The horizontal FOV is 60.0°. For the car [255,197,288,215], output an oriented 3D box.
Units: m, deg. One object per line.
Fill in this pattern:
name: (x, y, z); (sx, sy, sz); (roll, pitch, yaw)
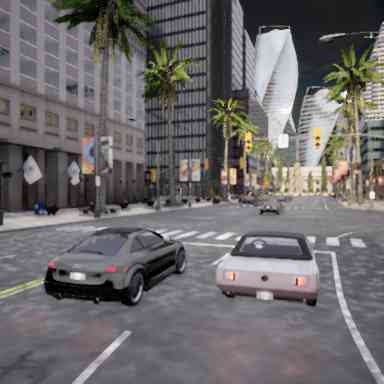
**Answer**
car: (8.122, 1.514, 33.702); (2.033, 1.411, 5.357); (0, 0, 22)

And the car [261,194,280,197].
car: (13.556, 1.508, 57.458); (1.994, 1.385, 4.181); (0, 0, 22)

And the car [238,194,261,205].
car: (10.216, 1.491, 58.528); (2.033, 1.411, 5.357); (0, 0, 22)

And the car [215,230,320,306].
car: (2.033, 1.593, 8.148); (1.895, 1.301, 4.718); (0, 0, 19)

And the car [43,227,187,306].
car: (-1.576, 1.557, 8.194); (1.994, 1.385, 4.181); (0, 0, 17)

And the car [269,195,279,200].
car: (21.557, 1.428, 87.109); (1.994, 1.385, 4.181); (0, 0, 21)

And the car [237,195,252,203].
car: (10.916, 1.448, 68.810); (2.161, 1.482, 4.786); (0, 0, 21)

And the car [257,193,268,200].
car: (19.033, 1.268, 89.184); (2.185, 1.767, 4.553); (0, 0, 21)

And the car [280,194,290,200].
car: (19.273, 1.470, 71.758); (2.033, 1.411, 5.357); (0, 0, 22)

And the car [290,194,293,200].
car: (25.010, 1.343, 86.341); (1.882, 1.535, 5.008); (0, 0, 21)
